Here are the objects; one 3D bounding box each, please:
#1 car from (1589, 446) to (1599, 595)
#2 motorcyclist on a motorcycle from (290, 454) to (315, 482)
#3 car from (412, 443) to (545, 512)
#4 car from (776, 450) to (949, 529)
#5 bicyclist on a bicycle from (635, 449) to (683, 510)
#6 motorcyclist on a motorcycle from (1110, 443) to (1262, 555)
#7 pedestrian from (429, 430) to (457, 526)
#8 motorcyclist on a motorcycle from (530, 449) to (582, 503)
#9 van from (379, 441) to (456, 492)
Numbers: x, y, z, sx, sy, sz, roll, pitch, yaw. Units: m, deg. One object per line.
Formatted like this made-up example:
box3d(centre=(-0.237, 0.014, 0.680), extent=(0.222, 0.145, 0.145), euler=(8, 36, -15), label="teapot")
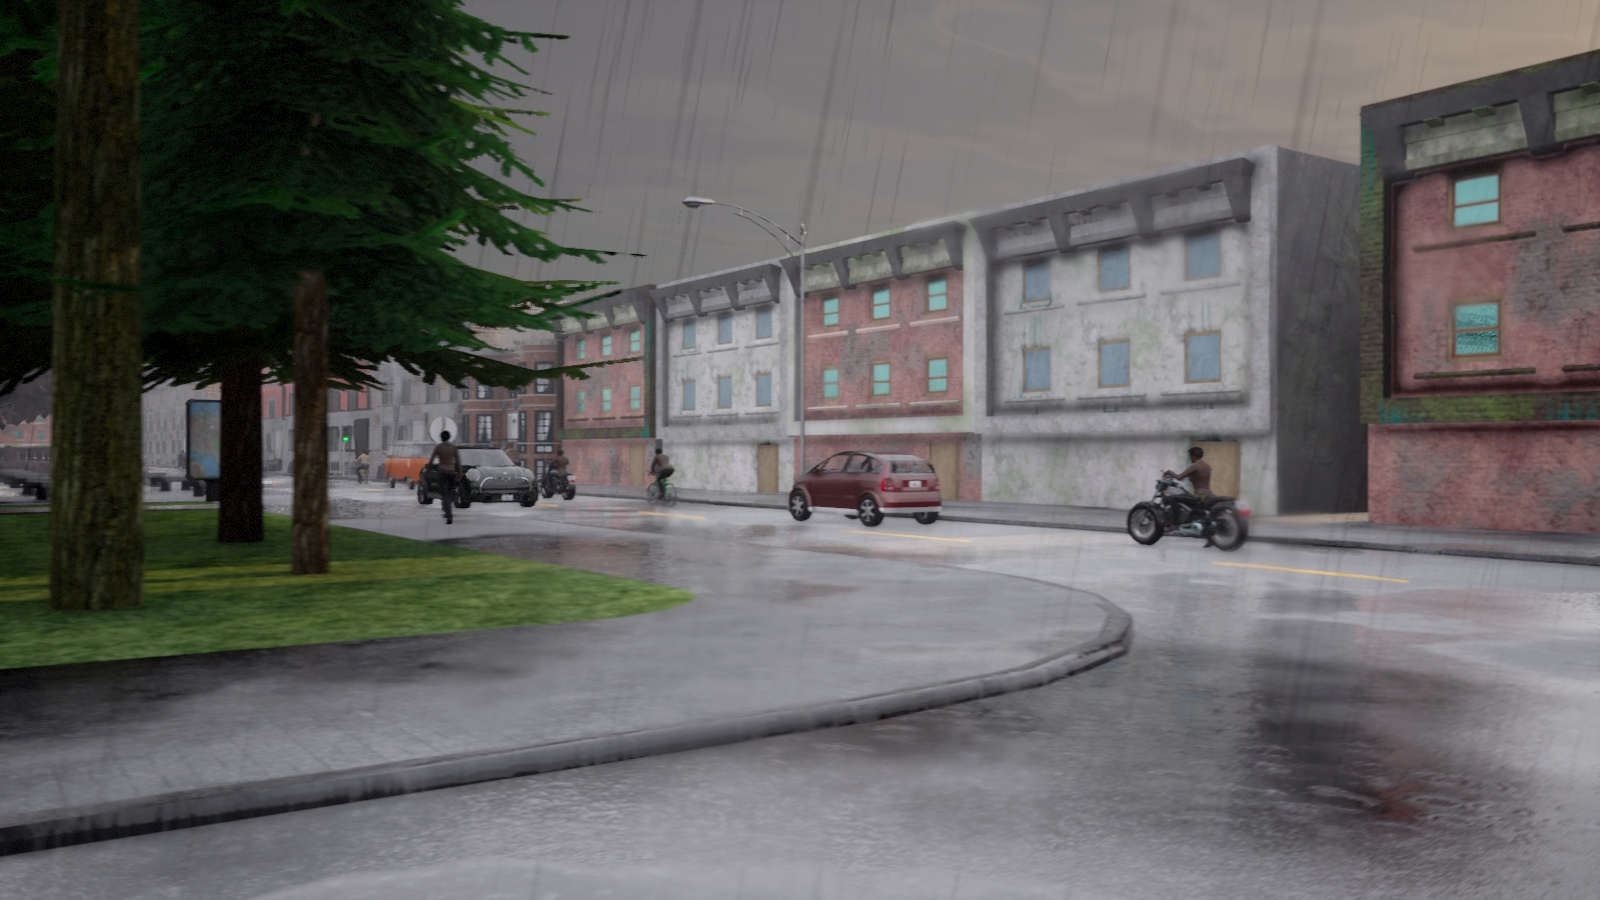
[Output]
box3d(centre=(8.907, 0.734, 11.302), extent=(1.789, 1.549, 3.705), euler=(0, 0, 10), label="car")
box3d(centre=(-26.692, 0.952, 67.380), extent=(0.797, 1.523, 2.044), euler=(0, 0, -35), label="motorcyclist on a motorcycle")
box3d(centre=(-8.894, 0.708, 34.481), extent=(2.097, 1.767, 4.553), euler=(0, 0, -34), label="car")
box3d(centre=(1.262, 0.788, 26.766), extent=(1.789, 1.549, 3.705), euler=(0, 0, -34), label="car")
box3d(centre=(-3.846, 0.791, 34.197), extent=(0.582, 1.620, 1.656), euler=(0, 0, -34), label="bicyclist on a bicycle")
box3d(centre=(6.035, 0.732, 19.809), extent=(0.766, 1.649, 2.350), euler=(0, 0, -32), label="motorcyclist on a motorcycle")
box3d(centre=(-6.898, 0.530, 24.246), extent=(0.328, 1.805, 0.869), euler=(0, 0, -29), label="pedestrian")
box3d(centre=(-7.769, 0.811, 39.907), extent=(0.766, 1.649, 2.350), euler=(0, 0, -34), label="motorcyclist on a motorcycle")
box3d(centre=(-15.722, 0.661, 51.480), extent=(1.775, 1.987, 4.442), euler=(0, 0, -35), label="van")
